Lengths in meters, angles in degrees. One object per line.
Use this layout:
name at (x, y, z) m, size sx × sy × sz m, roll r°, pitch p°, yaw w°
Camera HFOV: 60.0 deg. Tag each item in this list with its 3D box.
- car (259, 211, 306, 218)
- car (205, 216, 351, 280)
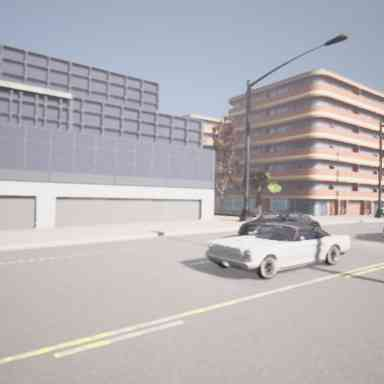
car at (4.141, 1.586, 15.457) m, size 4.181 × 1.385 × 1.994 m, roll 1°, pitch 0°, yaw -35°
car at (2.716, 1.605, 10.105) m, size 4.718 × 1.301 × 1.895 m, roll 0°, pitch 0°, yaw -35°
